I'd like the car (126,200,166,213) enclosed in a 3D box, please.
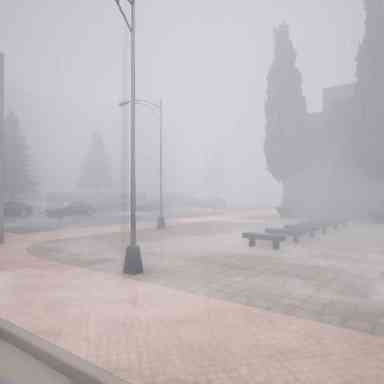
[{"bbox_3d":[-4.891,1.564,37.422,1.994,1.385,4.181,0,0,38],"label":"car"}]

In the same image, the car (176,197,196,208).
[{"bbox_3d":[-0.250,1.504,49.140,1.837,1.490,4.892,0,0,38],"label":"car"}]

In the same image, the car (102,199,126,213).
[{"bbox_3d":[-9.365,1.492,37.353,2.128,1.511,4.902,0,0,38],"label":"car"}]

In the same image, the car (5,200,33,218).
[{"bbox_3d":[-16.246,1.505,28.512,1.837,1.490,4.892,0,0,39],"label":"car"}]

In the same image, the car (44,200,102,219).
[{"bbox_3d":[-10.781,1.526,29.754,1.812,1.442,4.674,0,0,37],"label":"car"}]

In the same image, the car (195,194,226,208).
[{"bbox_3d":[3.038,1.499,47.667,1.837,1.490,4.892,0,2,38],"label":"car"}]
